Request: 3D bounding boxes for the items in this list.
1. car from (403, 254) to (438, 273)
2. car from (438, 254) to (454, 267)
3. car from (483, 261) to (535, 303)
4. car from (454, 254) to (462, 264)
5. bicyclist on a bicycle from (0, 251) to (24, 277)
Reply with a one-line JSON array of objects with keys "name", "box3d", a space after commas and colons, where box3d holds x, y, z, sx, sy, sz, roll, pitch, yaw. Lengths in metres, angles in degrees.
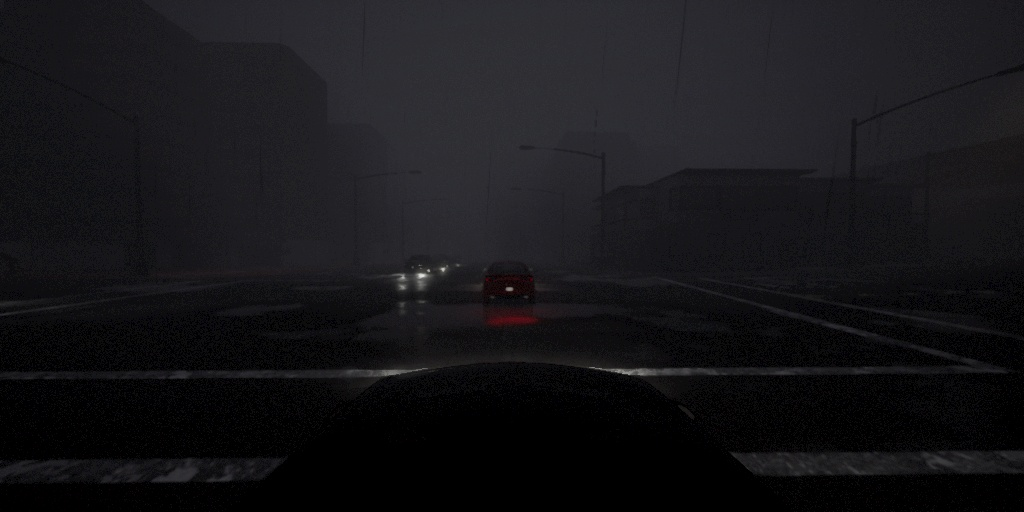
[{"name": "car", "box3d": [-7.911, 0.627, 30.634, 1.837, 1.490, 4.892, 0, 1, -2]}, {"name": "car", "box3d": [-8.314, 0.499, 41.358, 1.882, 1.535, 5.008, 0, 0, -2]}, {"name": "car", "box3d": [-0.157, 0.924, 14.697, 1.882, 1.535, 5.008, 0, 1, -2]}, {"name": "car", "box3d": [-8.780, 0.456, 54.794, 1.882, 1.535, 5.008, 0, 0, -2]}, {"name": "bicyclist on a bicycle", "box3d": [-31.420, 0.539, 22.264, 0.582, 1.620, 1.656, 0, 2, -1]}]
